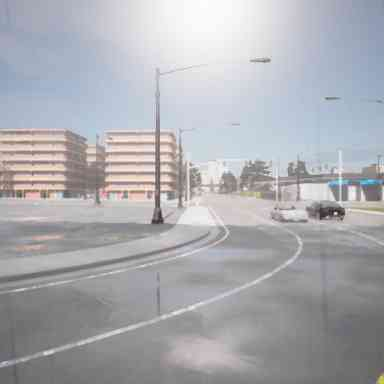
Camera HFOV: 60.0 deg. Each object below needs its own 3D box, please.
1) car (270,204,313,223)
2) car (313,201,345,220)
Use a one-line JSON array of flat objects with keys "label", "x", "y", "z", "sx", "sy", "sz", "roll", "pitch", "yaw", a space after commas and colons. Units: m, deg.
[{"label": "car", "x": 7.431, "y": 1.651, "z": 25.779, "sx": 1.895, "sy": 1.301, "sz": 4.718, "roll": 0, "pitch": 0, "yaw": 1}, {"label": "car", "x": 10.966, "y": 1.481, "z": 27.746, "sx": 1.882, "sy": 1.535, "sz": 5.008, "roll": 0, "pitch": 0, "yaw": 1}]
